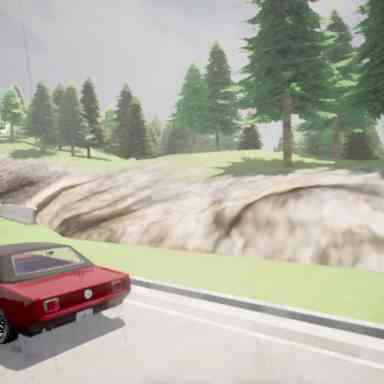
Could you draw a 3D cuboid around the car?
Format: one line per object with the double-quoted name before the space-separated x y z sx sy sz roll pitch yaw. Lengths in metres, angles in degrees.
"car" -3.469 1.661 6.527 4.718 1.301 1.895 -1 0 36
